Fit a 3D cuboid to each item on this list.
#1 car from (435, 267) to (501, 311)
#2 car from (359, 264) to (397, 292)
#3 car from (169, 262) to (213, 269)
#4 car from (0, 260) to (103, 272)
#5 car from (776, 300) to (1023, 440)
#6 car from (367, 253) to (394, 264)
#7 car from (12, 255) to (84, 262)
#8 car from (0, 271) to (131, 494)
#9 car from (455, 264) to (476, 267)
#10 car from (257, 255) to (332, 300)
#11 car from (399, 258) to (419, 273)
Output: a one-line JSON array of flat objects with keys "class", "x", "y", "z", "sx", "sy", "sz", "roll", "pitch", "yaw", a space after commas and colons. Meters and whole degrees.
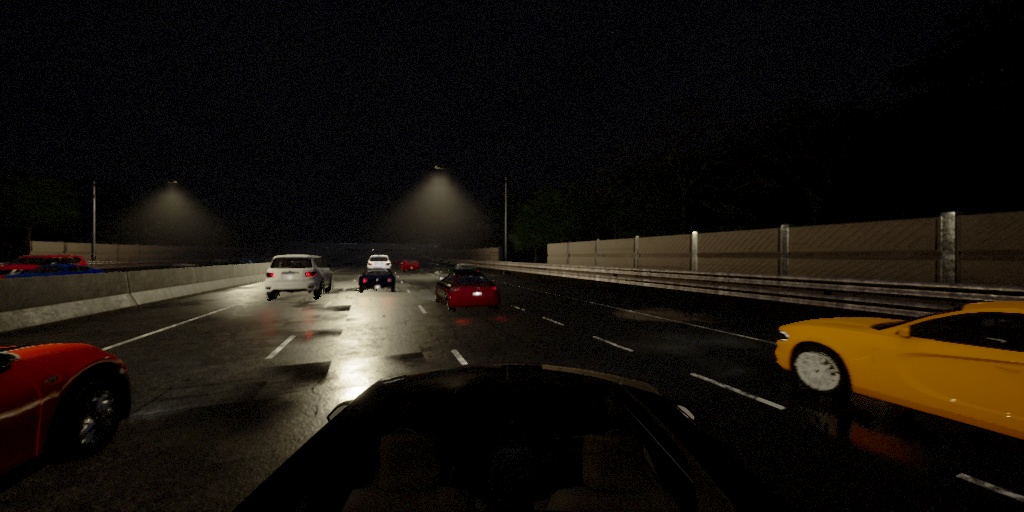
[{"class": "car", "x": -1.921, "y": 1.311, "z": 14.578, "sx": 1.994, "sy": 1.385, "sz": 4.181, "roll": 0, "pitch": 0, "yaw": -20}, {"class": "car", "x": -7.974, "y": 1.344, "z": 21.290, "sx": 1.895, "sy": 1.301, "sz": 4.718, "roll": 0, "pitch": 0, "yaw": -20}, {"class": "car", "x": -25.244, "y": 1.336, "z": 27.318, "sx": 1.895, "sy": 1.301, "sz": 4.718, "roll": 0, "pitch": 0, "yaw": -20}, {"class": "car", "x": -26.719, "y": 1.217, "z": 21.088, "sx": 1.882, "sy": 1.535, "sz": 5.008, "roll": 0, "pitch": 0, "yaw": -20}, {"class": "car", "x": 5.784, "y": 1.227, "z": 3.940, "sx": 1.882, "sy": 1.535, "sz": 5.008, "roll": 0, "pitch": 0, "yaw": -20}, {"class": "car", "x": -13.252, "y": 0.950, "z": 35.920, "sx": 2.150, "sy": 2.045, "sz": 5.566, "roll": 0, "pitch": 0, "yaw": -19}, {"class": "car", "x": -31.500, "y": 0.957, "z": 24.028, "sx": 2.150, "sy": 2.045, "sz": 5.566, "roll": 0, "pitch": 0, "yaw": -20}, {"class": "car", "x": -4.647, "y": 1.104, "z": 1.911, "sx": 2.097, "sy": 1.767, "sz": 4.553, "roll": 0, "pitch": 0, "yaw": -19}, {"class": "car", "x": -4.180, "y": 1.339, "z": 31.400, "sx": 1.895, "sy": 1.301, "sz": 4.718, "roll": 0, "pitch": 0, "yaw": -21}, {"class": "car", "x": -10.500, "y": 0.967, "z": 17.988, "sx": 2.150, "sy": 2.045, "sz": 5.566, "roll": 0, "pitch": 0, "yaw": -20}, {"class": "car", "x": -12.506, "y": 1.202, "z": 43.947, "sx": 1.882, "sy": 1.535, "sz": 5.008, "roll": 0, "pitch": 0, "yaw": -20}]
